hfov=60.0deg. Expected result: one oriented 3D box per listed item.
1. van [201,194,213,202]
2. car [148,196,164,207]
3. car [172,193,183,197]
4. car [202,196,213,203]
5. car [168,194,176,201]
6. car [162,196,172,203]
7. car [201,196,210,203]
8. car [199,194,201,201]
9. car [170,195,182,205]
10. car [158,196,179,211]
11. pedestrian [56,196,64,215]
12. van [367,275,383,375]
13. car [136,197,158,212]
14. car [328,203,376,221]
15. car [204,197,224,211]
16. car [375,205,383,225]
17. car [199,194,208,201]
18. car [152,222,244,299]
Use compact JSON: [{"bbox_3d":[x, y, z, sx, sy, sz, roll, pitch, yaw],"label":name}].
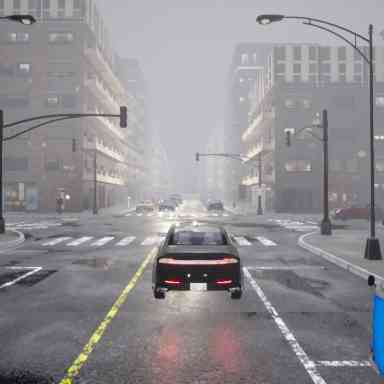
[{"bbox_3d":[2.843,1.362,56.804,1.690,1.788,3.998,1,0,0],"label":"van"},{"bbox_3d":[-5.553,1.459,51.182,1.967,1.590,4.097,1,0,0],"label":"car"},{"bbox_3d":[-2.915,1.245,61.515,2.150,2.045,5.566,0,0,1],"label":"car"},{"bbox_3d":[2.812,1.567,45.519,2.008,1.369,4.403,1,0,0],"label":"car"},{"bbox_3d":[-5.458,1.480,90.680,1.967,1.590,4.097,1,0,0],"label":"car"},{"bbox_3d":[-5.500,1.574,73.752,1.887,1.381,4.507,1,0,0],"label":"car"},{"bbox_3d":[2.879,1.612,73.732,1.802,1.307,4.206,1,0,0],"label":"car"},{"bbox_3d":[2.867,1.552,68.259,1.752,1.417,4.829,1,0,0],"label":"car"},{"bbox_3d":[-2.972,1.544,50.778,1.812,1.442,4.674,0,0,0],"label":"car"},{"bbox_3d":[-3.003,1.562,40.874,2.033,1.411,5.357,0,0,0],"label":"car"},{"bbox_3d":[-12.464,1.217,31.355,0.375,1.860,0.375,0,-1,1],"label":"pedestrian"},{"bbox_3d":[2.679,1.342,1.930,1.690,1.788,3.998,1,0,0],"label":"van"},{"bbox_3d":[-5.581,1.539,39.726,1.752,1.417,4.829,1,0,0],"label":"car"},{"bbox_3d":[13.709,1.608,28.035,4.097,1.590,1.967,0,-1,1],"label":"car"},{"bbox_3d":[2.799,1.580,39.877,1.947,1.339,4.313,1,0,0],"label":"car"},{"bbox_3d":[13.586,1.583,19.654,4.313,1.339,1.947,0,-1,1],"label":"car"},{"bbox_3d":[2.911,1.351,85.017,2.192,1.841,5.009,1,0,0],"label":"car"},{"bbox_3d":[0.121,1.494,8.419,2.128,1.511,4.902,0,0,0],"label":"car"}]
